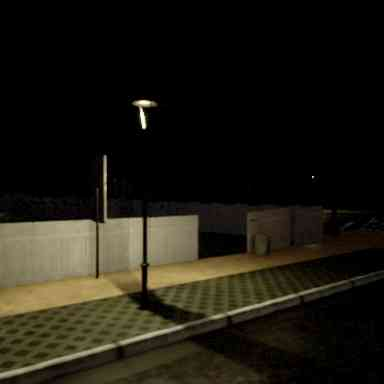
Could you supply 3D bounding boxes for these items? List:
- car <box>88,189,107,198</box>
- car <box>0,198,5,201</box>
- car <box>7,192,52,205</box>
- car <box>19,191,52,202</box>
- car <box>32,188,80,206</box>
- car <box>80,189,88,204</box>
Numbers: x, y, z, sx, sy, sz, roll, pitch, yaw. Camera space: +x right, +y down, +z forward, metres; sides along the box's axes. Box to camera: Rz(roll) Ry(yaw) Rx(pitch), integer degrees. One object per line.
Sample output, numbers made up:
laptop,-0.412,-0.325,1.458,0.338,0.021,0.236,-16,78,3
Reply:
car,-14.498,0.564,46.679,5.566,2.045,2.150,1,1,30
car,-25.987,0.693,49.214,5.357,1.411,2.033,1,1,28
car,-18.492,0.987,37.626,4.718,1.301,1.895,1,1,30
car,-24.466,0.629,52.086,4.902,1.511,2.128,1,1,28
car,-16.685,0.605,40.336,5.566,2.045,2.150,1,1,30
car,-16.596,0.691,44.136,4.553,1.767,2.097,1,1,30
